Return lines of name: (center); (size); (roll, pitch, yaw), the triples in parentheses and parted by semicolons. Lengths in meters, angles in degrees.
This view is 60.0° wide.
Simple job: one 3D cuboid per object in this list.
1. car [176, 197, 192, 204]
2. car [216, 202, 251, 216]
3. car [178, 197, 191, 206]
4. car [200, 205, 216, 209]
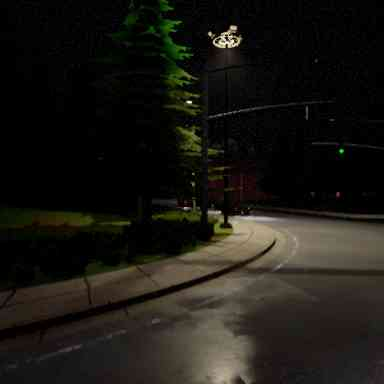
car: (-1.716, 1.764, 70.819); (2.128, 1.511, 4.902); (0, 0, -17)
car: (4.505, 1.753, 35.379); (1.895, 1.301, 4.718); (0, 0, -15)
car: (-0.824, 1.559, 55.019); (2.097, 1.767, 4.553); (0, 0, -16)
car: (1.938, 1.401, 45.099); (2.150, 2.045, 5.566); (0, 0, -15)
